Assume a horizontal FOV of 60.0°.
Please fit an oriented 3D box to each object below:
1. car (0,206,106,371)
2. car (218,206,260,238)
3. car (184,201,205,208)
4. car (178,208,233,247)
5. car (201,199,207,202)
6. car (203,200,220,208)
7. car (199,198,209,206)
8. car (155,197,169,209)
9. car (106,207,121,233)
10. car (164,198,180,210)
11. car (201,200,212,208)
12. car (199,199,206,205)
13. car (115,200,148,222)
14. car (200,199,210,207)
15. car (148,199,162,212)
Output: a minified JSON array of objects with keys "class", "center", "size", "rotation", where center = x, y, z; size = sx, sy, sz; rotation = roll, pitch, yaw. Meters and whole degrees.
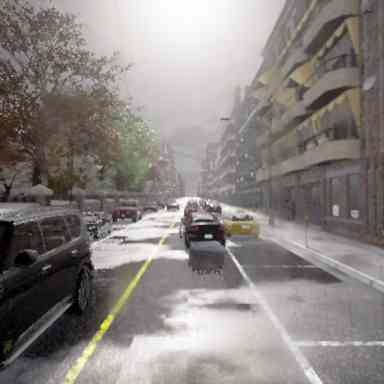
[{"class":"car","center":[-3.102,1.277,4.831],"size":[2.150,2.045,5.566],"rotation":[0,-1,0]},{"class":"car","center":[2.703,1.740,18.958],"size":[1.752,1.417,4.829],"rotation":[1,-1,0]},{"class":"car","center":[0.096,2.008,36.128],"size":[1.895,1.301,4.718],"rotation":[0,-1,0]},{"class":"car","center":[0.450,1.709,16.133],"size":[1.812,1.442,4.674],"rotation":[0,-1,-6]},{"class":"car","center":[2.701,2.151,51.927],"size":[1.947,1.339,4.313],"rotation":[1,-1,0]},{"class":"car","center":[2.701,2.027,40.880],"size":[1.947,1.339,4.313],"rotation":[1,-1,0]},{"class":"car","center":[2.702,2.274,74.021],"size":[1.967,1.590,4.097],"rotation":[1,-1,0]},{"class":"car","center":[-5.675,1.962,57.453],"size":[2.192,1.841,5.009],"rotation":[1,-1,0]},{"class":"car","center":[-5.678,1.763,18.788],"size":[2.008,1.369,4.403],"rotation":[1,-1,0]},{"class":"car","center":[-3.009,2.171,53.804],"size":[1.994,1.385,4.181],"rotation":[0,-1,0]},{"class":"car","center":[2.701,2.254,62.972],"size":[1.887,1.381,4.507],"rotation":[1,-1,0]},{"class":"car","center":[2.700,2.486,85.235],"size":[1.752,1.417,4.829],"rotation":[1,-1,0]},{"class":"car","center":[-5.673,1.652,29.837],"size":[2.192,1.841,5.009],"rotation":[1,-1,0]},{"class":"car","center":[2.701,2.299,68.666],"size":[1.752,1.417,4.829],"rotation":[1,-1,0]},{"class":"car","center":[-5.679,2.089,46.403],"size":[1.947,1.339,4.313],"rotation":[1,-1,0]}]
